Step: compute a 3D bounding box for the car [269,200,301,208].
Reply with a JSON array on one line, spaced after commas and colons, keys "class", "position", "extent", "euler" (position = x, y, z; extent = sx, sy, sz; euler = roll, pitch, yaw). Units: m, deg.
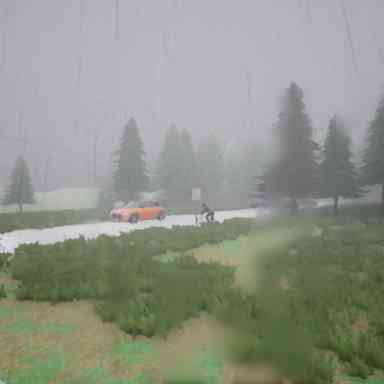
[{"class": "car", "position": [12.147, 1.707, 43.102], "extent": [1.895, 1.301, 4.718], "euler": [0, 0, 35]}]

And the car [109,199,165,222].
[{"class": "car", "position": [-4.156, 1.452, 25.636], "extent": [2.097, 1.767, 4.553], "euler": [0, 0, 35]}]

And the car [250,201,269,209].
[{"class": "car", "position": [9.665, 1.700, 45.296], "extent": [1.895, 1.301, 4.718], "euler": [0, 0, 36]}]

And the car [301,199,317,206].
[{"class": "car", "position": [17.777, 1.583, 51.235], "extent": [1.882, 1.535, 5.008], "euler": [0, 0, 35]}]

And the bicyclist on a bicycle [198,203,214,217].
[{"class": "bicyclist on a bicycle", "position": [0.914, 1.556, 21.294], "extent": [1.656, 1.620, 0.582], "euler": [-1, -1, 35]}]
